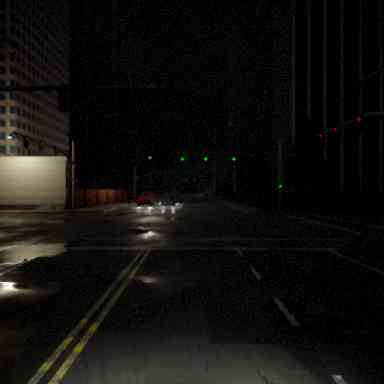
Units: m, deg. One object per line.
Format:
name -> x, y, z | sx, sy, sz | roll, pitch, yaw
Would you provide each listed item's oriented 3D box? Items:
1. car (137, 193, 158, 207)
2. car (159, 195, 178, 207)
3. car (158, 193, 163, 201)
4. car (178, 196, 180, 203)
car -> -7.050, 1.146, 51.122 | 2.150, 2.045, 5.566 | 0, 0, 0
car -> -3.552, 1.428, 50.958 | 1.837, 1.490, 4.892 | 0, 0, 0
car -> -6.977, 1.368, 67.859 | 1.994, 1.385, 4.181 | 0, 0, 0
car -> -3.477, 1.401, 67.858 | 2.128, 1.511, 4.902 | 0, 0, 0
